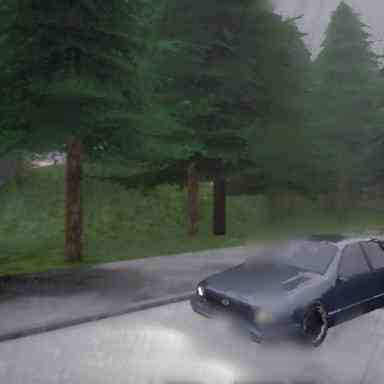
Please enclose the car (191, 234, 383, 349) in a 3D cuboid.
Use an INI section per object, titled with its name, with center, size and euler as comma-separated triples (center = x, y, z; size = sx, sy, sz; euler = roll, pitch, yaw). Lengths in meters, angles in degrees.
[car]
center = 2.606, 1.565, 6.463
size = 5.357, 1.411, 2.033
euler = 0, 0, -35
